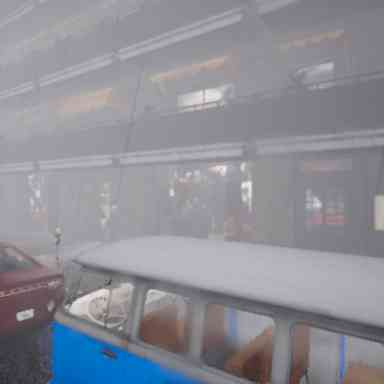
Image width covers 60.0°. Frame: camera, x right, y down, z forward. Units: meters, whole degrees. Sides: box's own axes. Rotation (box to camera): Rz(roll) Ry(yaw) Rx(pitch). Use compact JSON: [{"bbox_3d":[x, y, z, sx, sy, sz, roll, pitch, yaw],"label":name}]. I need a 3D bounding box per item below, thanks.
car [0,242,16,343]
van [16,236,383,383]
[{"bbox_3d":[-4.049,1.506,5.769,4.507,1.381,1.887,0,0,36],"label":"car"},{"bbox_3d":[0.585,1.336,2.464,3.998,1.788,1.690,0,0,36],"label":"van"}]
